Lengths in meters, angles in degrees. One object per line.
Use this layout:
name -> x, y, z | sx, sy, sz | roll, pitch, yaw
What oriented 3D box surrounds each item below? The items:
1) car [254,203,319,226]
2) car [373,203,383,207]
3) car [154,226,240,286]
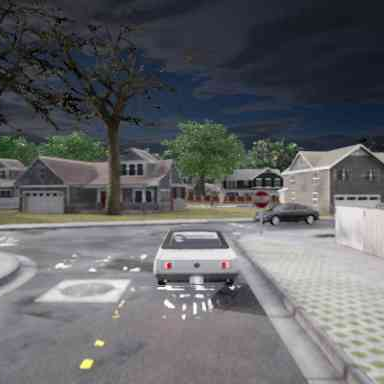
car -> 6.778, 1.570, 23.879 | 4.892, 1.490, 1.837 | 0, 0, -19
car -> 15.856, 1.612, 26.966 | 4.892, 1.490, 1.837 | 0, 0, -17
car -> 0.044, 1.609, 9.408 | 1.895, 1.301, 4.718 | 0, 0, -2
